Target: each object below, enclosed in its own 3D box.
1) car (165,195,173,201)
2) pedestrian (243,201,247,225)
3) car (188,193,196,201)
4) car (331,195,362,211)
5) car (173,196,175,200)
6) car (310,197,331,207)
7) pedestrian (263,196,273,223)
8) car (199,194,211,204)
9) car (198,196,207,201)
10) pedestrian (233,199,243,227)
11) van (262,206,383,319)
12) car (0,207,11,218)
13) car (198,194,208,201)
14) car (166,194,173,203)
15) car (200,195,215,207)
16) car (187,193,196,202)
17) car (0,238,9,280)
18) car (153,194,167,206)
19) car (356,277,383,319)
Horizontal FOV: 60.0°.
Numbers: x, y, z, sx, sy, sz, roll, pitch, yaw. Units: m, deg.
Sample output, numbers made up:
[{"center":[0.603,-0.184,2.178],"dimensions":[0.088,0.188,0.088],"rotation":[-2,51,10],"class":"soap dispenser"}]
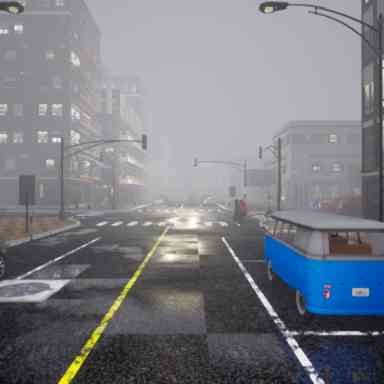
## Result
[{"center":[-5.740,1.613,84.933],"dimensions":[1.752,1.417,4.829],"rotation":[0,0,0],"class":"car"},{"center":[3.435,1.300,22.380],"dimensions":[0.375,1.860,0.375],"rotation":[0,0,0],"class":"pedestrian"},{"center":[-0.054,1.209,88.711],"dimensions":[2.150,2.045,5.566],"rotation":[0,0,0],"class":"car"},{"center":[14.905,1.357,27.986],"dimensions":[5.009,1.841,2.192],"rotation":[0,0,0],"class":"car"},{"center":[-5.737,1.627,79.563],"dimensions":[2.008,1.369,4.403],"rotation":[0,0,0],"class":"car"},{"center":[15.465,1.290,33.775],"dimensions":[5.566,2.045,2.150],"rotation":[0,0,0],"class":"car"},{"center":[5.044,1.146,21.780],"dimensions":[0.375,1.860,0.375],"rotation":[0,0,0],"class":"pedestrian"},{"center":[2.651,1.372,68.491],"dimensions":[2.192,1.841,5.009],"rotation":[0,0,0],"class":"car"},{"center":[2.640,1.638,85.108],"dimensions":[2.008,1.369,4.403],"rotation":[0,0,0],"class":"car"},{"center":[2.889,1.299,21.181],"dimensions":[0.375,1.860,0.375],"rotation":[0,0,0],"class":"pedestrian"},{"center":[2.656,1.342,7.086],"dimensions":[1.690,1.788,3.998],"rotation":[0,0,0],"class":"van"},{"center":[-17.483,1.533,27.886],"dimensions":[4.206,1.307,1.802],"rotation":[0,0,0],"class":"car"},{"center":[2.654,1.630,62.952],"dimensions":[1.802,1.307,4.206],"rotation":[0,0,0],"class":"car"},{"center":[-5.729,1.372,68.485],"dimensions":[2.192,1.841,5.009],"rotation":[0,0,0],"class":"car"},{"center":[2.661,1.559,52.043],"dimensions":[1.752,1.417,4.829],"rotation":[0,0,0],"class":"car"},{"center":[-0.048,1.430,78.648],"dimensions":[2.097,1.767,4.553],"rotation":[0,0,0],"class":"car"},{"center":[-5.692,1.567,7.107],"dimensions":[1.947,1.339,4.313],"rotation":[0,0,0],"class":"car"},{"center":[-5.723,1.566,57.236],"dimensions":[1.752,1.417,4.829],"rotation":[0,0,0],"class":"car"},{"center":[2.659,1.582,1.397],"dimensions":[1.802,1.307,4.206],"rotation":[0,0,0],"class":"car"}]
